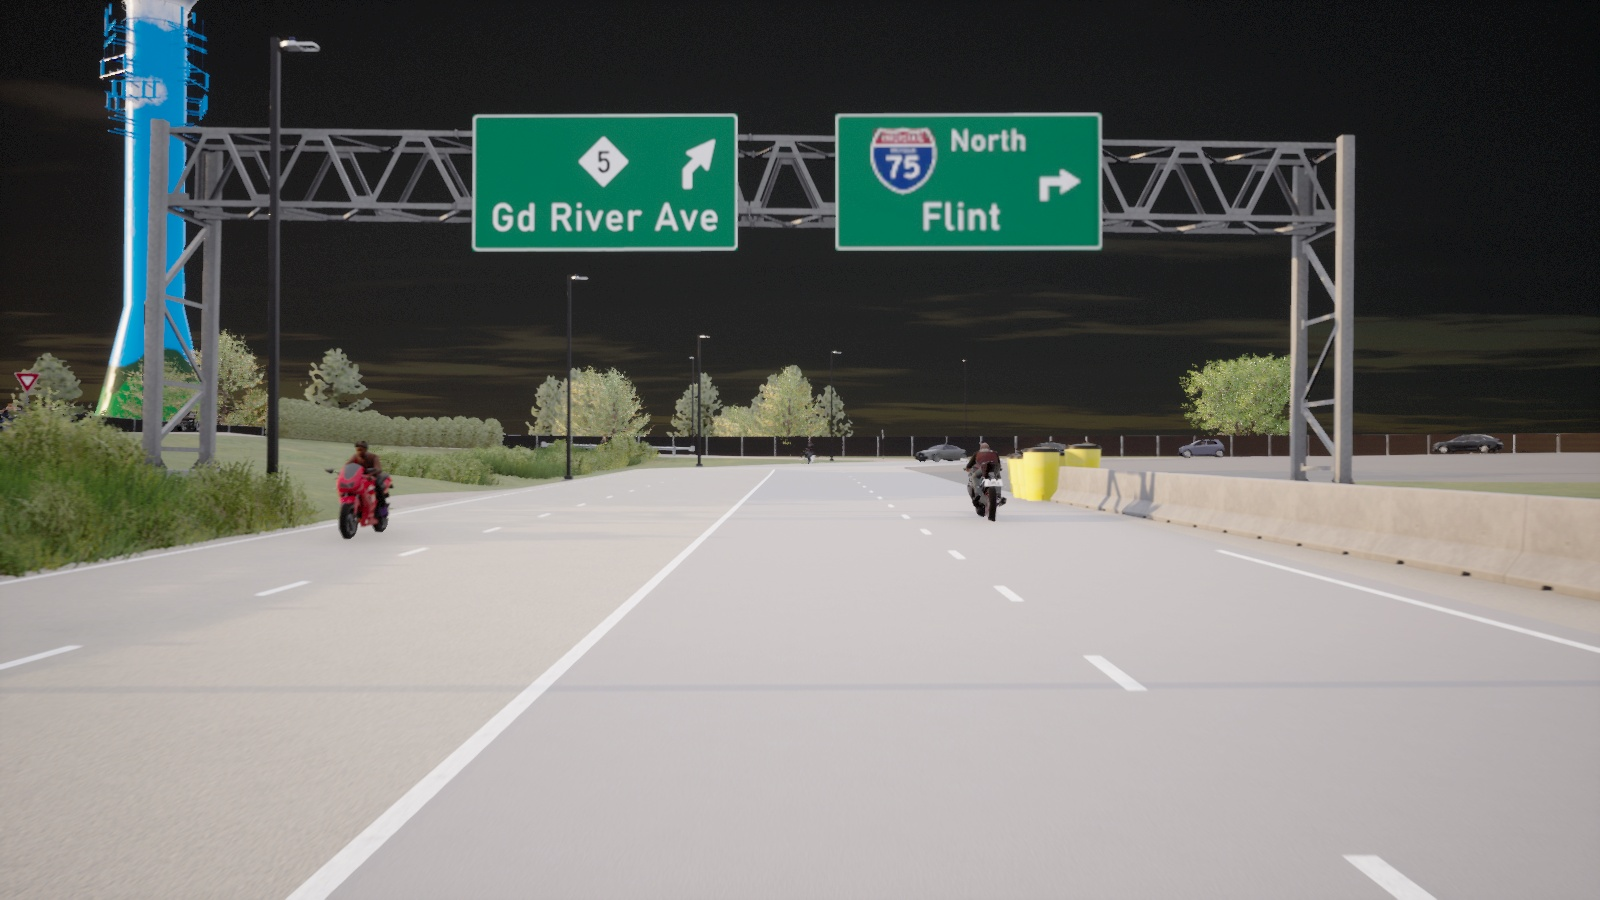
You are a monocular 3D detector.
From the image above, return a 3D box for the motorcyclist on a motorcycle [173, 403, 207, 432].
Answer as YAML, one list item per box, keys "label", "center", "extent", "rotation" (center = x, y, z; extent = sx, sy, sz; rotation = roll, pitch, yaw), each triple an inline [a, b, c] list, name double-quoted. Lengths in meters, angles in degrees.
- label: "motorcyclist on a motorcycle"
  center: [-35.871, -1.888, 73.883]
  extent: [0.766, 1.649, 2.350]
  rotation: [0, 1, 3]

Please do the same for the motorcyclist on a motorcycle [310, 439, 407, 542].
- label: "motorcyclist on a motorcycle"
  center: [-6.871, 0.599, 19.663]
  extent: [0.797, 1.523, 2.044]
  rotation: [0, 0, 0]

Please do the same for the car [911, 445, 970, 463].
- label: "car"
  center: [10.928, 0.290, 97.440]
  extent: [4.181, 1.385, 1.994]
  rotation: [-1, 0, -32]

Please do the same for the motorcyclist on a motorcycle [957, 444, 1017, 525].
- label: "motorcyclist on a motorcycle"
  center: [3.659, 0.641, 24.799]
  extent: [0.866, 1.530, 2.191]
  rotation: [0, 0, 0]

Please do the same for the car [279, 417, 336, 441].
- label: "car"
  center: [-34.537, -1.440, 88.165]
  extent: [1.970, 1.475, 3.806]
  rotation: [0, -2, 13]
